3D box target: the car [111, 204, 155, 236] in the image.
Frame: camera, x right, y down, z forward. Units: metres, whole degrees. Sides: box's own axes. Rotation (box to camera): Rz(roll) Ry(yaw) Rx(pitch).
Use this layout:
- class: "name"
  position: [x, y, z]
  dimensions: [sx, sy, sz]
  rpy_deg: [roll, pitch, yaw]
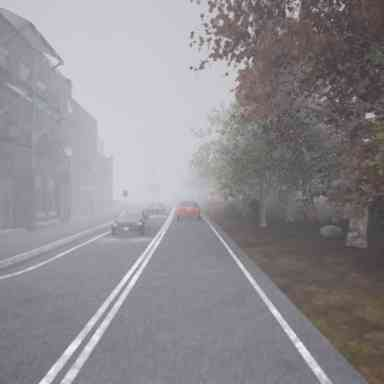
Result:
- class: "car"
  position: [-3.540, 1.700, 20.001]
  dimensions: [1.812, 1.442, 4.674]
  rpy_deg: [0, 0, -1]

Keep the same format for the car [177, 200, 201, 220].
- class: "car"
  position: [-0.324, 1.556, 30.757]
  dimensions: [2.097, 1.767, 4.553]
  rpy_deg: [0, 0, -1]

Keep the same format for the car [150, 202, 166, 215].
- class: "car"
  position: [-3.891, 1.761, 36.246]
  dimensions: [1.994, 1.385, 4.181]
  rpy_deg: [0, 0, -1]
